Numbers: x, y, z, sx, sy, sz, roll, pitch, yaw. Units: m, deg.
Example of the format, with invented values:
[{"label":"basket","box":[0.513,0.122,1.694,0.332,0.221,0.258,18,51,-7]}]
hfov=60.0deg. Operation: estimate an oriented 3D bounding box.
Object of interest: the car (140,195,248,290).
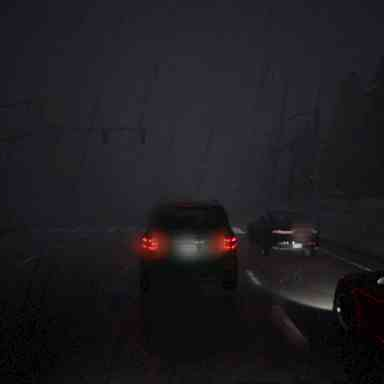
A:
[{"label":"car","box":[-0.100,1.221,9.215,2.150,2.045,5.566,0,0,-1]}]

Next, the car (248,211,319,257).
[{"label":"car","box":[3.333,1.491,12.972,2.128,1.511,4.902,0,0,0]}]

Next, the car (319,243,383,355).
[{"label":"car","box":[3.424,1.564,4.064,1.994,1.385,4.181,0,0,-1]}]
